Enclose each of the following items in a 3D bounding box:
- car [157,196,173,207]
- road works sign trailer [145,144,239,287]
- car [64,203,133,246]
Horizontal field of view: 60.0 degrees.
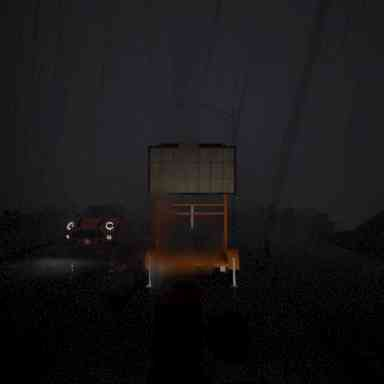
[{"bbox_3d":[-4.049,1.350,50.439,2.097,1.767,4.553,0,0,0],"label":"car"},{"bbox_3d":[0.009,0.464,9.270,2.380,3.560,2.880,0,0,0],"label":"road works sign trailer"},{"bbox_3d":[-4.087,1.352,15.219,2.097,1.767,4.553,0,0,0],"label":"car"}]
